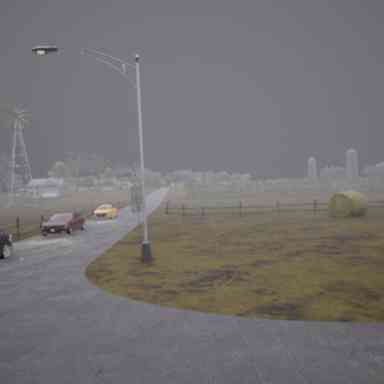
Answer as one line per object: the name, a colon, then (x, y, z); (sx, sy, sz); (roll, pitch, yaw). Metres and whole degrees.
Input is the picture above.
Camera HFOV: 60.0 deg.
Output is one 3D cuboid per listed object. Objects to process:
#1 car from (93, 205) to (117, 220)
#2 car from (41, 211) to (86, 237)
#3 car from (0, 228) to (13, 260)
car: (-9.759, 2.224, 37.655); (1.882, 1.535, 5.008); (-3, 0, -3)
car: (-9.027, 2.184, 23.702); (1.882, 1.535, 5.008); (-3, 0, -3)
car: (-8.422, 2.046, 12.202); (1.837, 1.490, 4.892); (-3, -1, -3)
